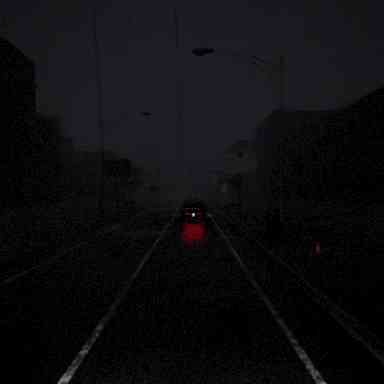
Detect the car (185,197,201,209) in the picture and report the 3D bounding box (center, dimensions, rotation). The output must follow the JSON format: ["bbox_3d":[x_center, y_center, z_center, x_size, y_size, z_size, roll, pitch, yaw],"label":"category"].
[{"bbox_3d":[0.104,1.332,42.267,1.994,1.385,4.181,0,0,0],"label":"car"}]

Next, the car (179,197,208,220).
[{"bbox_3d":[0.104,1.256,24.926,1.837,1.490,4.892,0,1,0],"label":"car"}]
